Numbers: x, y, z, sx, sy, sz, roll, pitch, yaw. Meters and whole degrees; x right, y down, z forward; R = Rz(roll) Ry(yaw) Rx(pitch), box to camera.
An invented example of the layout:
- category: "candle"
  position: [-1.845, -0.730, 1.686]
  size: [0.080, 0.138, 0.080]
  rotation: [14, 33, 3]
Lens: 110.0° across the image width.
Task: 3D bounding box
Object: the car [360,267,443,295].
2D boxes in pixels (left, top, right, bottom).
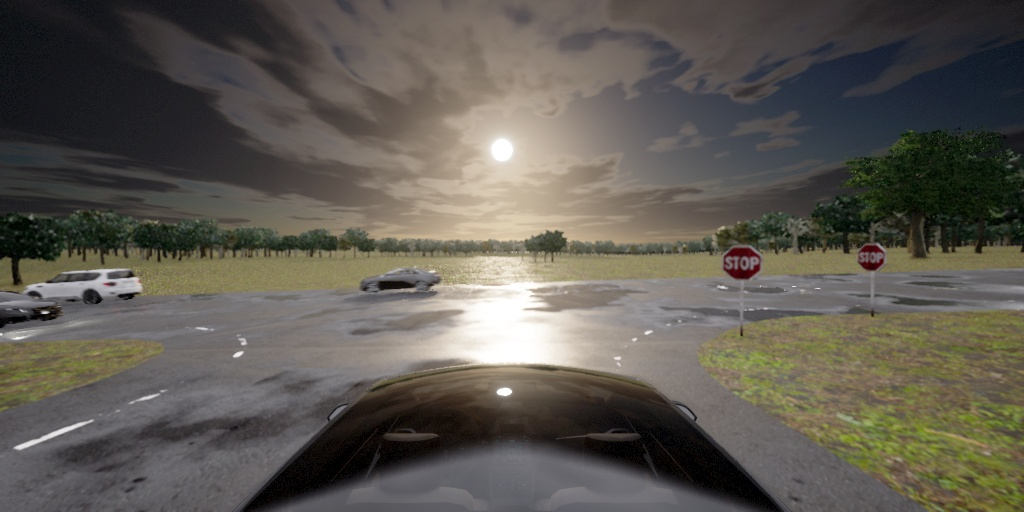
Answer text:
- category: "car"
  position: [-6.760, 1.461, 22.029]
  size: [4.902, 1.511, 2.128]
  rotation: [-2, 1, 0]

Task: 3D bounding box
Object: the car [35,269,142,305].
- category: "car"
  position: [-26.076, 1.889, 21.887]
  size: [5.566, 2.045, 2.150]
  rotation: [-2, 1, 0]

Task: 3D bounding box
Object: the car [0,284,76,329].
- category: "car"
  position: [-21.885, 2.200, 14.925]
  size: [4.892, 1.490, 1.837]
  rotation: [-2, 1, 0]
